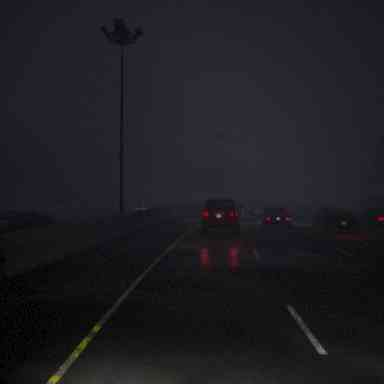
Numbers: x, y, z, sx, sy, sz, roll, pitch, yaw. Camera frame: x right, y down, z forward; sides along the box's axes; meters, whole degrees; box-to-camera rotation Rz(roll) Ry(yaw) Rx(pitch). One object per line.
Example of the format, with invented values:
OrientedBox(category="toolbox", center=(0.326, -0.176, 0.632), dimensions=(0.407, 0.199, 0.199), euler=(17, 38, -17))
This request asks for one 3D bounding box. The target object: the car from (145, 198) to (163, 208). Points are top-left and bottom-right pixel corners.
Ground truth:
OrientedBox(category="car", center=(-5.839, 2.091, 58.517), dimensions=(1.895, 1.301, 4.718), euler=(0, -1, 22))

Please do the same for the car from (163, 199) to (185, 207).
OrientedBox(category="car", center=(-2.686, 2.008, 56.925), dimensions=(1.812, 1.442, 4.674), euler=(0, -1, 22))

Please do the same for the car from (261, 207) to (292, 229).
OrientedBox(category="car", center=(5.867, 1.758, 23.389), dimensions=(2.033, 1.411, 5.357), euler=(0, -1, 10))

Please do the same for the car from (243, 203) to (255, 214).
OrientedBox(category="car", center=(6.611, 1.962, 40.887), dimensions=(1.895, 1.301, 4.718), euler=(0, -1, 17))

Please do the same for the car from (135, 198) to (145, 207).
OrientedBox(category="car", center=(-8.567, 1.859, 61.017), dimensions=(2.097, 1.767, 4.553), euler=(0, -1, 23))

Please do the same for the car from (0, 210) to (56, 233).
OrientedBox(category="car", center=(-9.352, 1.683, 17.640), dimensions=(2.033, 1.411, 5.357), euler=(0, 0, 7))

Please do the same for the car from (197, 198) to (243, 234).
OrientedBox(category="car", center=(1.867, 1.401, 20.570), dimensions=(2.150, 2.045, 5.566), euler=(0, -1, 9))

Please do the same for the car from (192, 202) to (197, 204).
OrientedBox(category="car", center=(1.663, 2.102, 58.313), dimensions=(1.895, 1.301, 4.718), euler=(0, -1, 23))

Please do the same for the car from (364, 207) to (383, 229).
OrientedBox(category="car", center=(12.959, 1.769, 23.240), dimensions=(2.033, 1.411, 5.357), euler=(0, -1, 11))

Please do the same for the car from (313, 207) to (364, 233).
OrientedBox(category="car", center=(9.149, 1.678, 21.551), dimensions=(1.882, 1.535, 5.008), euler=(0, -1, 9))
